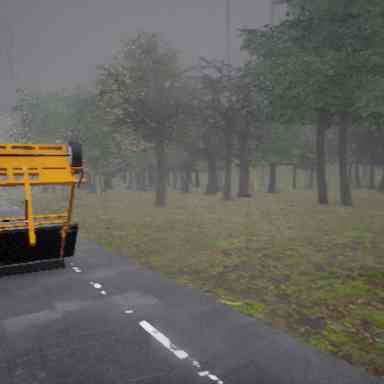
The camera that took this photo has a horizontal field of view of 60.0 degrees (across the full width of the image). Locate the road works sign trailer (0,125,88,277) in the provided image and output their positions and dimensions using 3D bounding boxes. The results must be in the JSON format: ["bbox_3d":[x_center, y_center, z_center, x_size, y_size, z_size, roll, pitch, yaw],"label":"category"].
[{"bbox_3d":[-3.696,0.784,7.446,2.380,3.560,2.880,-3,47,-29],"label":"road works sign trailer"}]
